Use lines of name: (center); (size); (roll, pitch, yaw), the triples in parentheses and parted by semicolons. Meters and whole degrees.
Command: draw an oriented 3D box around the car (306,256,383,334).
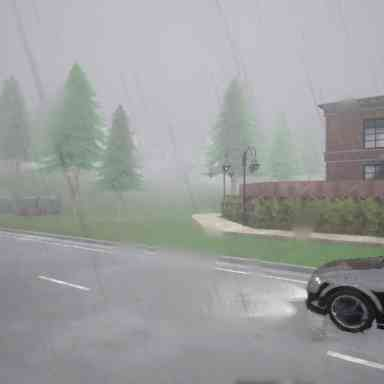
car: (4.078, 1.564, 5.365); (4.181, 1.385, 1.994); (0, 0, 35)
